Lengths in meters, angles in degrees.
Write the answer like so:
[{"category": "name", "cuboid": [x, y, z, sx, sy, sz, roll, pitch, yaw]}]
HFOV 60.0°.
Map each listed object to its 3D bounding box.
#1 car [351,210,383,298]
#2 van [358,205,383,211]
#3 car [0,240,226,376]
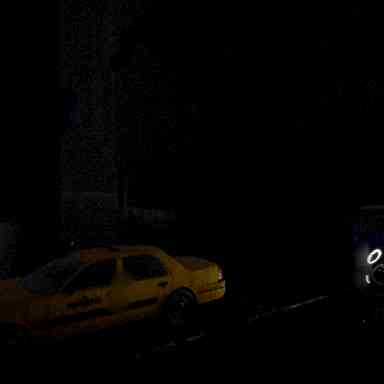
[{"category": "car", "cuboid": [5.790, 1.353, 7.406, 4.553, 1.767, 2.097, 0, 0, -36]}, {"category": "van", "cuboid": [7.345, 1.342, 11.919, 3.998, 1.788, 1.690, 0, 0, -36]}, {"category": "car", "cuboid": [-1.634, 1.525, 5.487, 4.829, 1.417, 1.752, 0, 0, -36]}]
